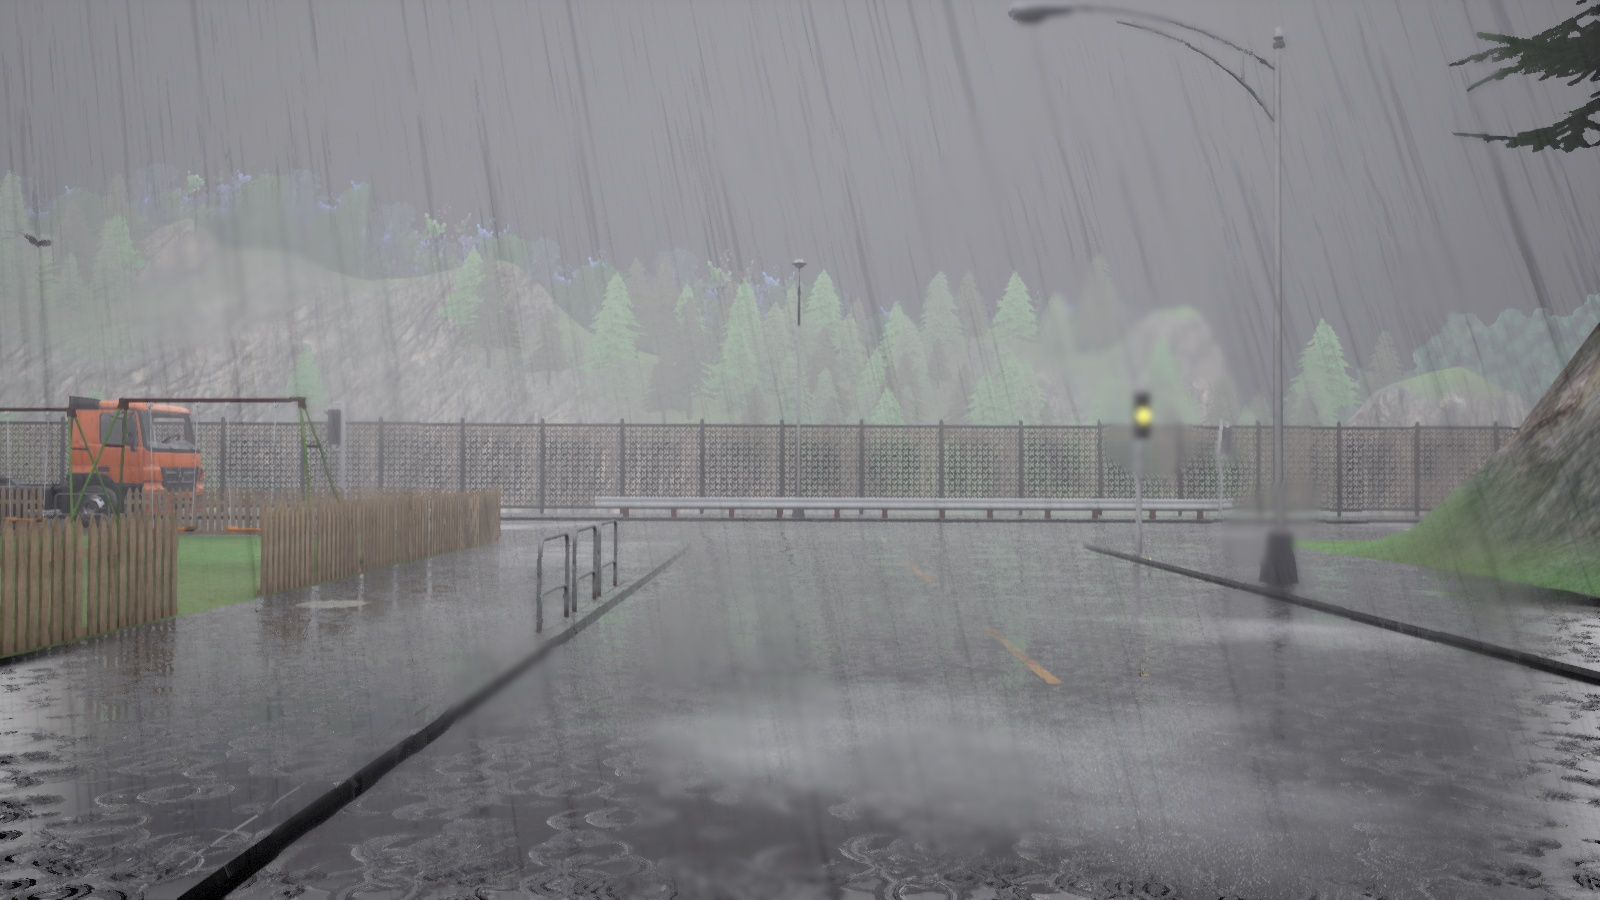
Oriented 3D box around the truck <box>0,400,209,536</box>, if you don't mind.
[{"bbox_3d":[-20.482,0.502,33.610,7.936,3.462,2.891,0,-1,0],"label":"truck"}]
